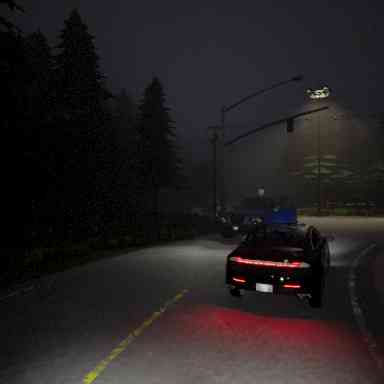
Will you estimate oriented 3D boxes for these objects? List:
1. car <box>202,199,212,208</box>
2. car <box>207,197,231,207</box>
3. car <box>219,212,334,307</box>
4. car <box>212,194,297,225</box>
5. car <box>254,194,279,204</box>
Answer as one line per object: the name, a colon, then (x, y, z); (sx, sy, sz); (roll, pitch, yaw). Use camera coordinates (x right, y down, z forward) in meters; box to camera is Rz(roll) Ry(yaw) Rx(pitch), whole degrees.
car: (2.345, 1.519, 35.280); (2.128, 1.511, 4.902); (0, 0, -10)
car: (4.280, 1.530, 51.943); (1.837, 1.490, 4.892); (-1, 0, 28)
car: (2.296, 1.492, 8.128); (2.128, 1.511, 4.902); (0, 0, 25)
car: (3.554, 1.218, 16.820); (2.150, 2.045, 5.566); (0, 0, 36)
car: (14.869, 1.338, 66.268); (2.150, 2.045, 5.566); (0, 0, 44)
